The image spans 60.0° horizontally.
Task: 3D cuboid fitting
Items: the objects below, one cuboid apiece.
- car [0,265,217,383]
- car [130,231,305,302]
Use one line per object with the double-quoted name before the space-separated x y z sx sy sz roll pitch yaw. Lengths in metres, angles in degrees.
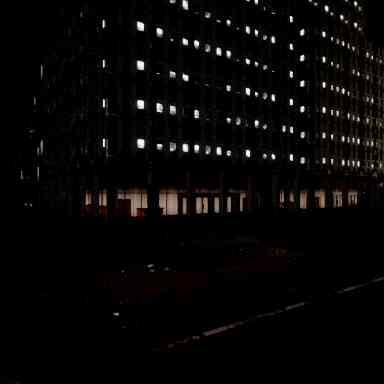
"car" -2.460 1.491 1.621 4.902 1.511 2.128 0 0 -36
"car" 0.285 1.525 6.767 4.829 1.417 1.752 0 0 -36
